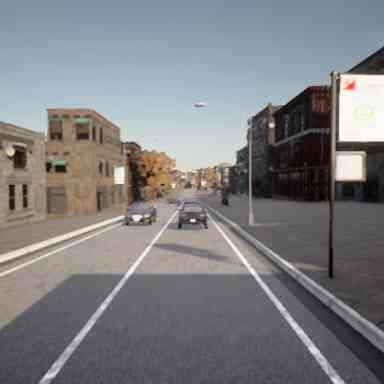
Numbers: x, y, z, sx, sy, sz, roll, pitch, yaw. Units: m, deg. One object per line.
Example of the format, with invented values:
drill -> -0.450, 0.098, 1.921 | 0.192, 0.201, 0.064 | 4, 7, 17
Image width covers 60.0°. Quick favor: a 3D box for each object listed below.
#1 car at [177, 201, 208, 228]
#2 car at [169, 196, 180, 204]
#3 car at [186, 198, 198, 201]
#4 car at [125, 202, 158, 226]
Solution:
car -> 0.052, 1.536, 22.074 | 1.812, 1.442, 4.674 | 0, 0, 0
car -> -3.348, 1.607, 64.332 | 1.837, 1.490, 4.892 | 0, 0, 1
car -> -0.037, 1.542, 42.035 | 1.882, 1.535, 5.008 | 0, 0, 0
car -> -3.519, 1.505, 23.694 | 2.128, 1.511, 4.902 | 0, 0, 0
